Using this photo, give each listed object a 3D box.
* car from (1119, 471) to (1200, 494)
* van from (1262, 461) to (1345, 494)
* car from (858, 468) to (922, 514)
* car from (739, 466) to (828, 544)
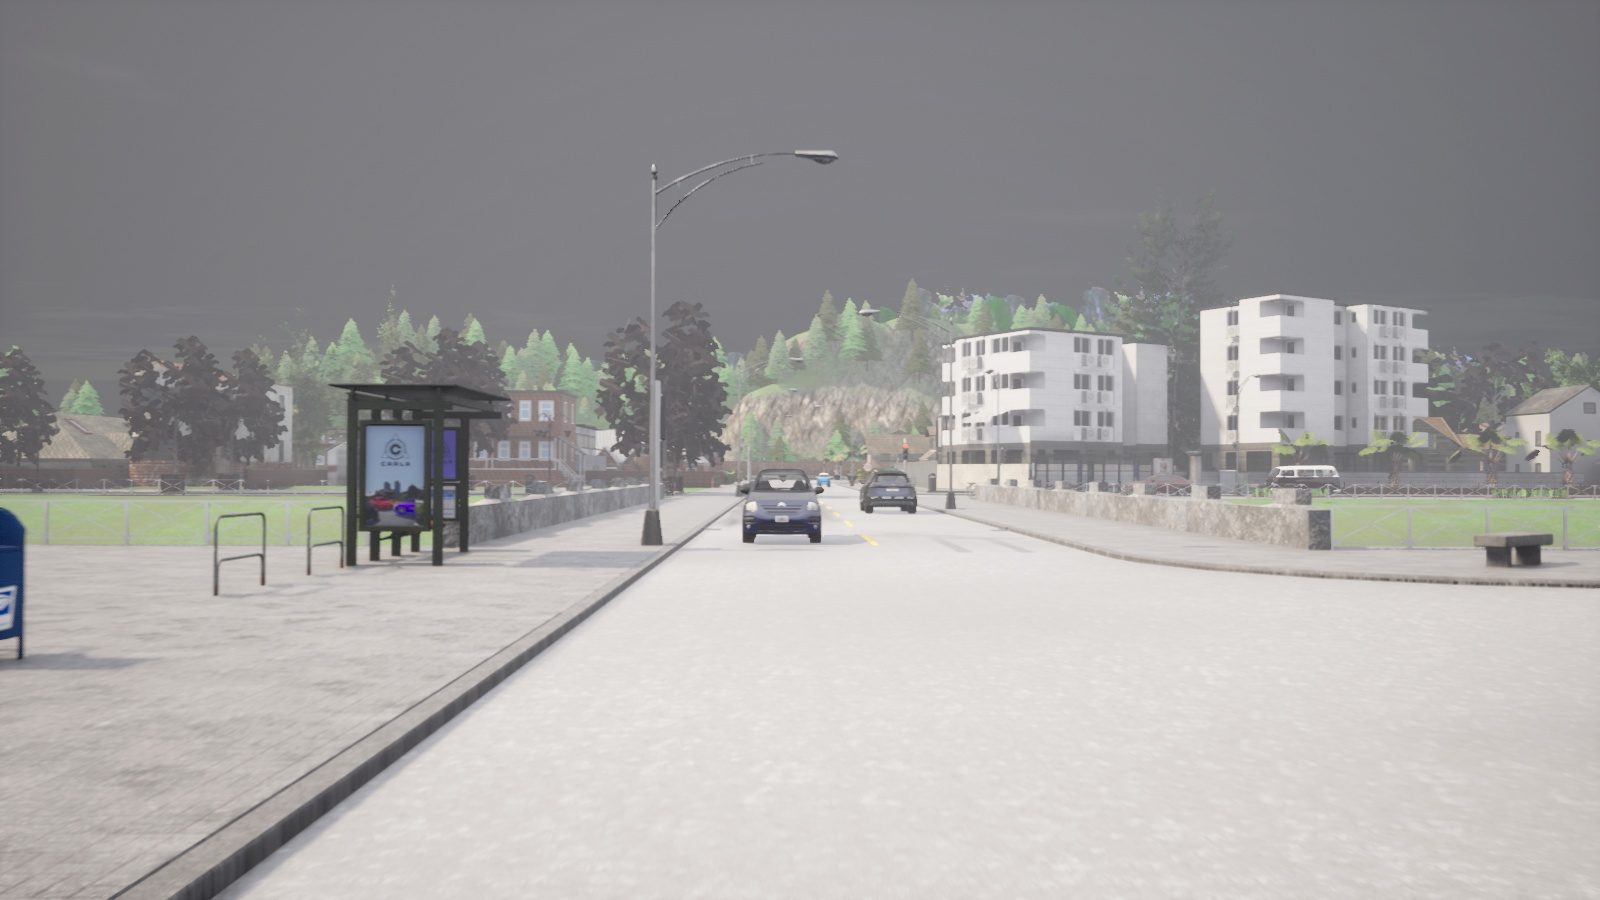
[{"bbox_3d":[23.132,2.106,80.986,4.674,1.442,1.812,0,-1,-1],"label":"car"},{"bbox_3d":[32.488,1.769,81.105,4.480,2.038,2.069,0,-1,-1],"label":"van"},{"bbox_3d":[3.375,1.535,48.011,2.033,1.649,4.856,0,-1,-1],"label":"car"},{"bbox_3d":[-0.374,1.187,28.222,1.851,1.617,3.988,0,-1,-1],"label":"car"}]
